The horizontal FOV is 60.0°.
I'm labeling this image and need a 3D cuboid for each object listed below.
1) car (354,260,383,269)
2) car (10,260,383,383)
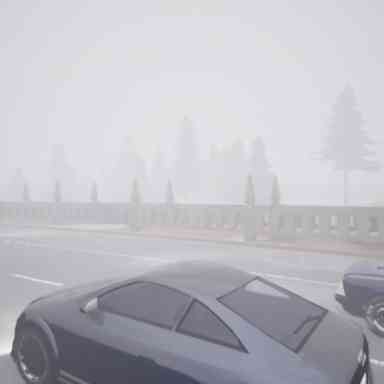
[{"bbox_3d":[4.685,1.572,4.798,4.718,1.301,1.895,0,0,36],"label":"car"},{"bbox_3d":[-0.240,1.547,3.903,4.181,1.385,1.994,0,0,34],"label":"car"}]
